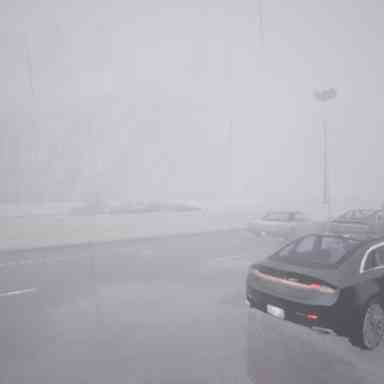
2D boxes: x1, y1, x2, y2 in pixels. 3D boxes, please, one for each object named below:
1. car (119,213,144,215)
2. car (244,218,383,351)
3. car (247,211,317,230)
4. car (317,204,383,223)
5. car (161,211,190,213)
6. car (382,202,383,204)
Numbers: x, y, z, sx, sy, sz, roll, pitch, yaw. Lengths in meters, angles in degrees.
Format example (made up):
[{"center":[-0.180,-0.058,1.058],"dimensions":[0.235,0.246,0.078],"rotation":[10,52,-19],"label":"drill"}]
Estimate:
[{"center":[-3.296,1.526,28.292],"dimensions":[5.008,1.535,1.882],"rotation":[0,0,-41],"label":"car"},{"center":[3.134,1.499,6.256],"dimensions":[4.902,1.511,2.128],"rotation":[0,0,-37],"label":"car"},{"center":[4.978,1.621,16.694],"dimensions":[4.718,1.301,1.895],"rotation":[0,0,-40],"label":"car"},{"center":[7.880,1.505,14.584],"dimensions":[4.902,1.511,2.128],"rotation":[0,0,-40],"label":"car"},{"center":[-1.053,1.606,25.620],"dimensions":[4.181,1.385,1.994],"rotation":[0,0,-41],"label":"car"},{"center":[17.589,1.375,28.360],"dimensions":[4.553,1.767,2.097],"rotation":[0,0,-45],"label":"car"}]
